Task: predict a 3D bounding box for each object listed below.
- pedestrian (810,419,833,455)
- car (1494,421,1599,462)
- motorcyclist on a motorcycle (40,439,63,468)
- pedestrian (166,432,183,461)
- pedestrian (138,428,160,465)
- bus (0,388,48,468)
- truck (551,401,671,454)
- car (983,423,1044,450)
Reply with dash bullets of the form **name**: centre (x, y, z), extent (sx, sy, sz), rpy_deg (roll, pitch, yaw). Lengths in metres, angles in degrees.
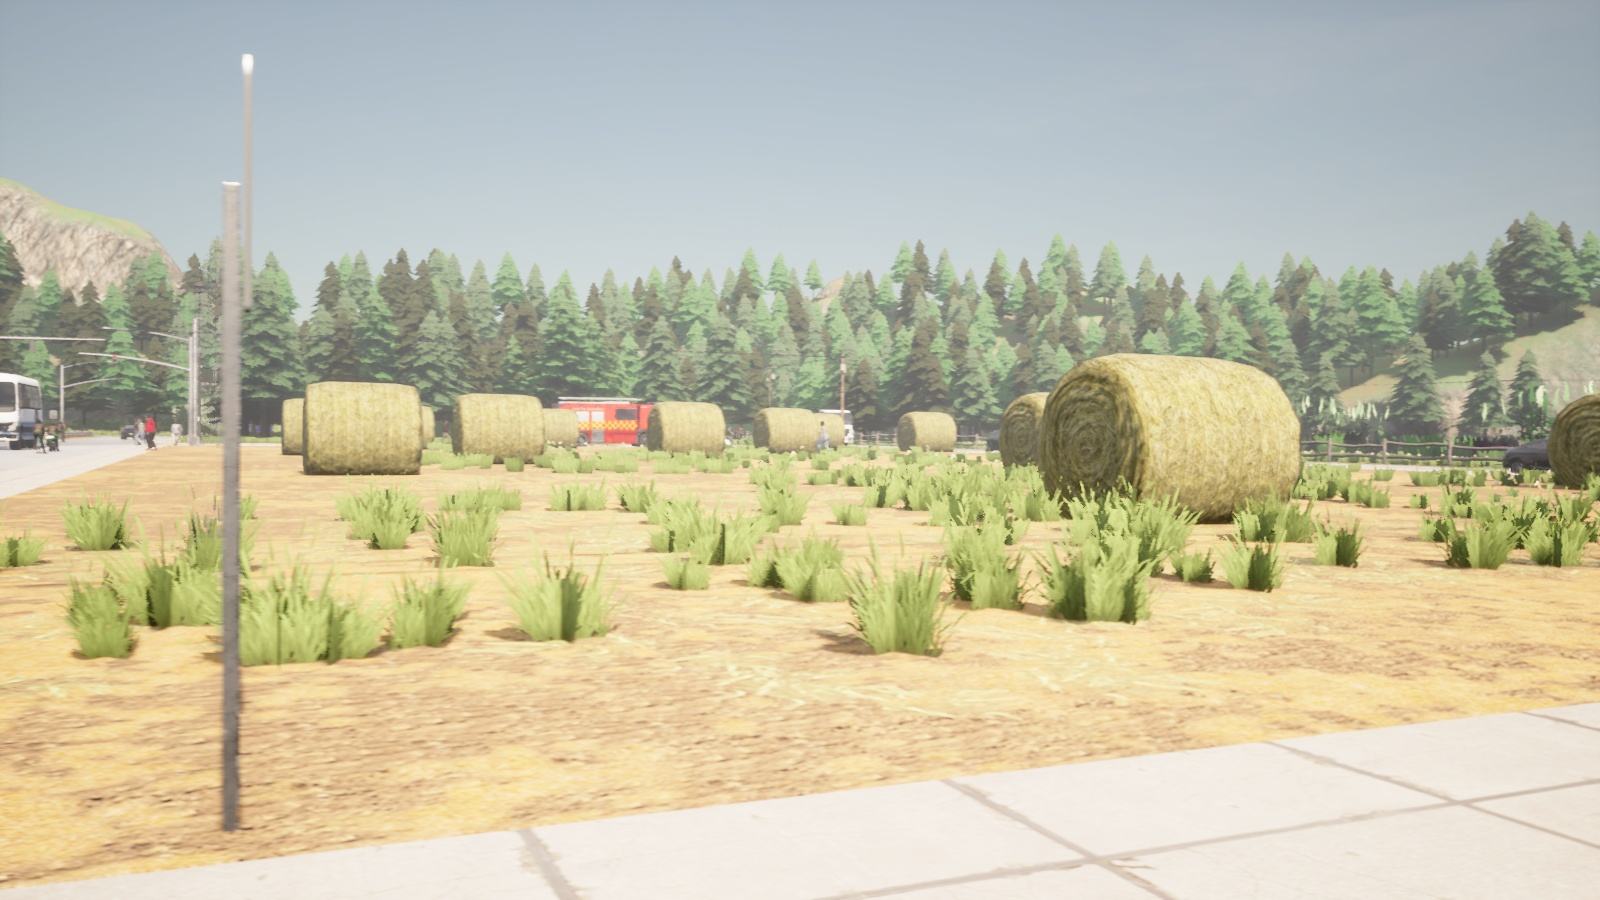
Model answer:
- **pedestrian**: centre (1.128, -0.658, 65.355), extent (0.900, 1.855, 0.874), rpy_deg (0, 1, 20)
- **car**: centre (28.658, -0.330, 46.932), extent (1.812, 1.442, 4.674), rpy_deg (-1, 1, -21)
- **motorcyclist on a motorcycle**: centre (-39.272, 0.170, 65.908), extent (0.797, 1.523, 2.044), rpy_deg (-1, 1, -24)
- **pedestrian**: centre (-40.550, -0.222, 81.418), extent (0.874, 1.855, 0.900), rpy_deg (-1, 1, -17)
- **pedestrian**: centre (-33.181, -0.191, 64.036), extent (0.899, 1.844, 0.634), rpy_deg (-1, 1, -19)
- **bus**: centre (-45.240, -1.189, 70.543), extent (3.944, 4.253, 10.273), rpy_deg (-1, 1, -24)
- **truck**: centre (-14.330, -1.733, 95.297), extent (8.468, 3.827, 2.891), rpy_deg (-1, 1, -23)
- **car**: centre (14.410, -0.936, 84.967), extent (2.097, 1.767, 4.553), rpy_deg (-1, 1, -21)
